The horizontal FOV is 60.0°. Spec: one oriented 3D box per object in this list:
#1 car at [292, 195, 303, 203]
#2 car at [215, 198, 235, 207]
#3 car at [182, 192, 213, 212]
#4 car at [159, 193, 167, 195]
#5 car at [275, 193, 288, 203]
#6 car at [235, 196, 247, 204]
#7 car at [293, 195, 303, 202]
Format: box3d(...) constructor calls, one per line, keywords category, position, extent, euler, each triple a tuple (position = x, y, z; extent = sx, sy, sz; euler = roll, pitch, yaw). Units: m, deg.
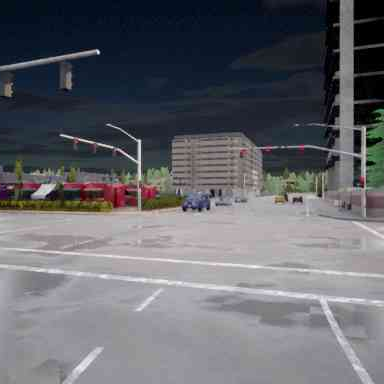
box3d(category="car", position=(21.483, 1.478, 67.604), extent=(1.882, 1.535, 5.008), euler=(0, 0, 19))
box3d(category="car", position=(4.961, 1.601, 52.055), extent=(1.895, 1.301, 4.718), euler=(0, 0, 19))
box3d(category="car", position=(0.617, 1.222, 39.331), extent=(2.150, 2.045, 5.566), euler=(0, 0, 19))
box3d(category="car", position=(-7.924, 1.209, 81.463), extent=(4.605, 1.855, 1.932), euler=(0, 0, 19))
box3d(category="car", position=(18.270, 1.478, 69.010), extent=(1.882, 1.535, 5.008), euler=(0, 0, 19))
box3d(category="car", position=(9.558, 1.491, 65.345), extent=(2.128, 1.511, 4.902), euler=(0, 0, 19))
box3d(category="car", position=(24.780, 1.525, 77.346), extent=(2.128, 1.511, 4.902), euler=(0, 0, 19))
